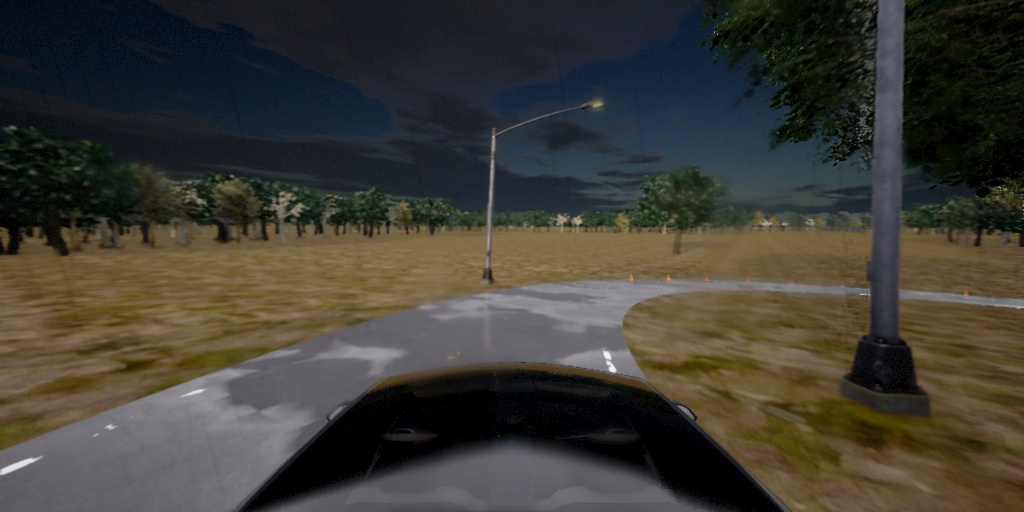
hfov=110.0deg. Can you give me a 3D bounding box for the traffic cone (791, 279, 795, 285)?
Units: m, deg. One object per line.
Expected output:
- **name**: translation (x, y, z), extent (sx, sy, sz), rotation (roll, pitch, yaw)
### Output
- **traffic cone**: translation (30.312, 2.772, 38.796), extent (0.340, 0.580, 0.340), rotation (0, 0, -4)

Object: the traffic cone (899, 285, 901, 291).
- **traffic cone**: translation (41.019, 3.412, 37.997), extent (0.340, 0.580, 0.340), rotation (0, 0, 13)

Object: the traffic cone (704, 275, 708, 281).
- **traffic cone**: translation (19.814, 2.244, 36.487), extent (0.340, 0.580, 0.340), rotation (0, 0, -20)

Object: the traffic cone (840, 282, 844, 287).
- **traffic cone**: translation (35.696, 3.078, 38.787), extent (0.340, 0.580, 0.340), rotation (0, 0, 4)

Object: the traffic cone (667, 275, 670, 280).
- **traffic cone**: translation (14.920, 2.022, 34.218), extent (0.340, 0.580, 0.340), rotation (0, 0, -29)

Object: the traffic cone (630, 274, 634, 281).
- **traffic cone**: translation (10.404, 1.832, 31.262), extent (0.340, 0.580, 0.340), rotation (0, 0, -37)

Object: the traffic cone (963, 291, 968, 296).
- **traffic cone**: translation (46.167, 3.771, 36.446), extent (0.340, 0.580, 0.340), rotation (0, 0, 21)

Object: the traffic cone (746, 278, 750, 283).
- **traffic cone**: translation (24.981, 2.494, 38.024), extent (0.340, 0.580, 0.340), rotation (0, 0, -12)
